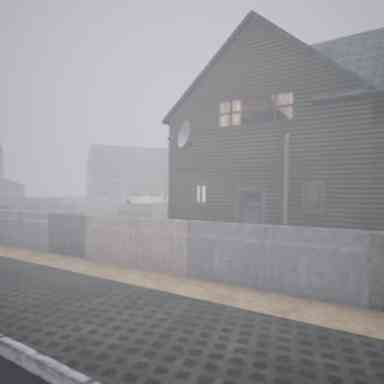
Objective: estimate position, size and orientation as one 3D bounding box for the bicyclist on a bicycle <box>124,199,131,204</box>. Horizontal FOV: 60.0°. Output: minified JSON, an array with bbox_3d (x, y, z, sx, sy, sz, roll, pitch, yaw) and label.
[{"bbox_3d":[-4.880,1.342,25.254,0.582,1.620,1.656,0,1,-25],"label":"bicyclist on a bicycle"}]
